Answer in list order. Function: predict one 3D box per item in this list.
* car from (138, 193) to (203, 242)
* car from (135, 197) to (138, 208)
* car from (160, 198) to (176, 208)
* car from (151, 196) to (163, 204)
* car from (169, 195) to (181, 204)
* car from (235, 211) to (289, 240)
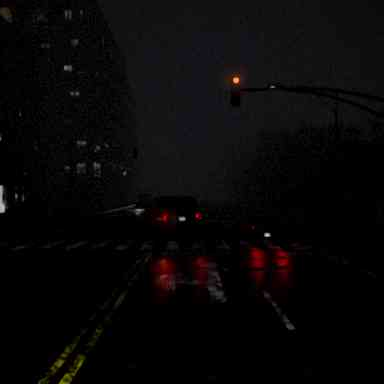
[{"bbox_3d":[-1.138,1.215,16.489,2.150,2.045,5.566,0,0,-15],"label":"car"},{"bbox_3d":[-6.558,1.187,46.835,2.150,2.045,5.566,0,0,0],"label":"car"},{"bbox_3d":[-3.306,1.530,46.987,1.994,1.385,4.181,0,0,0],"label":"car"},{"bbox_3d":[-6.504,1.488,62.346,1.812,1.442,4.674,0,0,1],"label":"car"},{"bbox_3d":[-3.240,1.440,63.975,1.882,1.535,5.008,0,0,1],"label":"car"},{"bbox_3d":[3.343,1.585,16.896,1.895,1.301,4.718,0,0,0],"label":"car"}]
